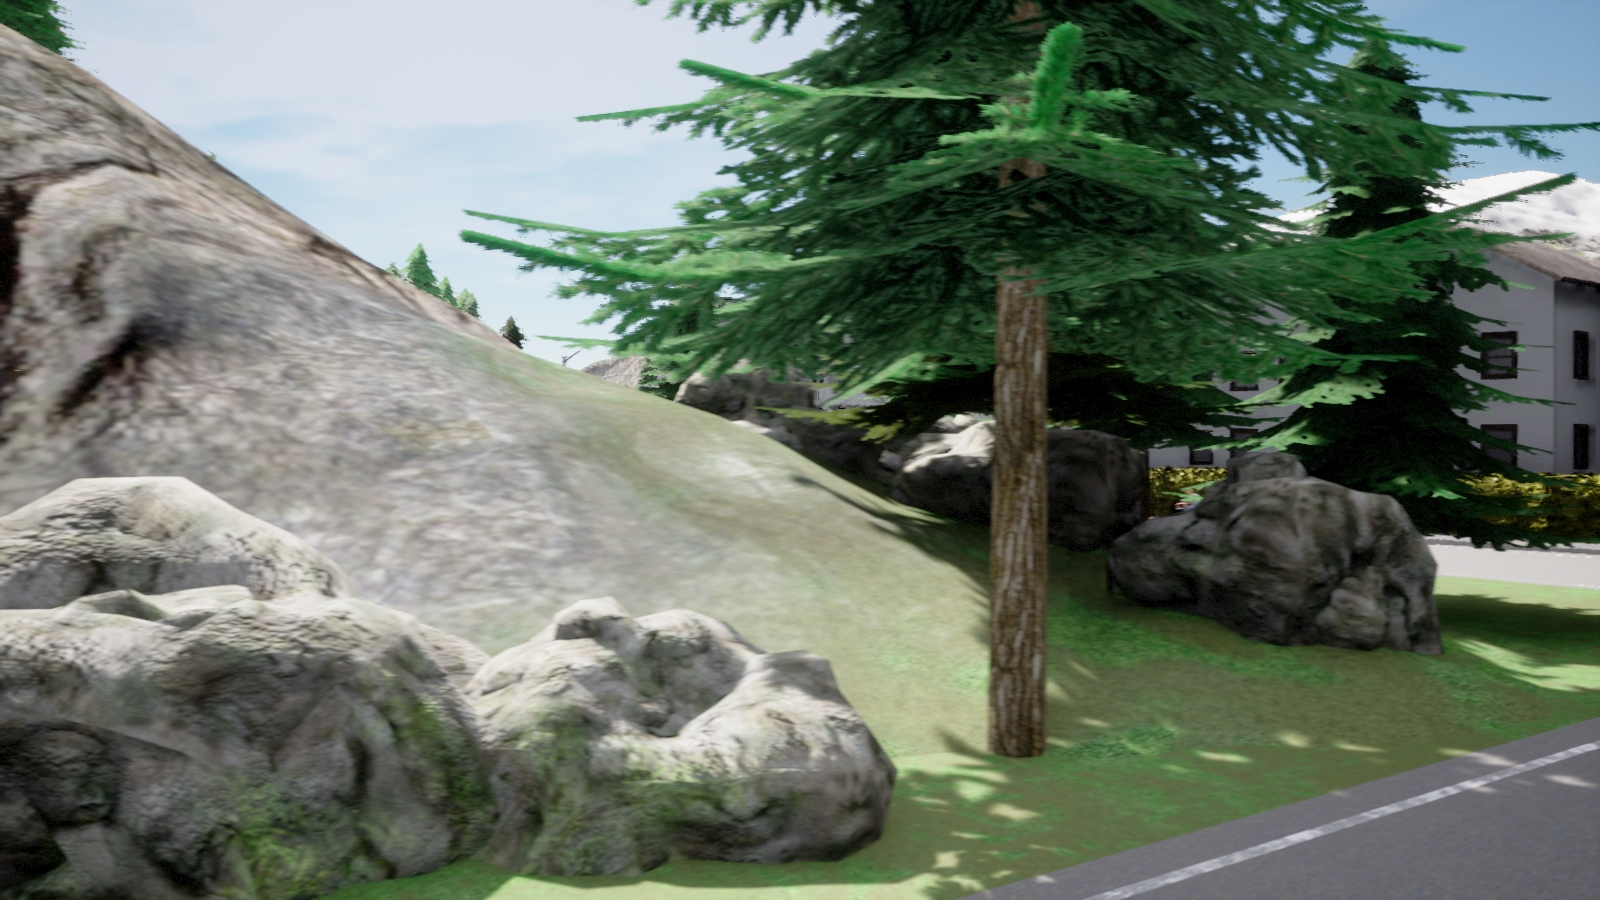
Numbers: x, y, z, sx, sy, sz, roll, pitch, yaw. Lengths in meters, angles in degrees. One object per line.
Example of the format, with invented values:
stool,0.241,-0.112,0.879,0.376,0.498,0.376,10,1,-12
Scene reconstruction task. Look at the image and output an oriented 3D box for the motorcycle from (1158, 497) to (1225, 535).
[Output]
motorcycle,13.007,2.188,38.004,0.803,1.145,2.033,0,0,-33
